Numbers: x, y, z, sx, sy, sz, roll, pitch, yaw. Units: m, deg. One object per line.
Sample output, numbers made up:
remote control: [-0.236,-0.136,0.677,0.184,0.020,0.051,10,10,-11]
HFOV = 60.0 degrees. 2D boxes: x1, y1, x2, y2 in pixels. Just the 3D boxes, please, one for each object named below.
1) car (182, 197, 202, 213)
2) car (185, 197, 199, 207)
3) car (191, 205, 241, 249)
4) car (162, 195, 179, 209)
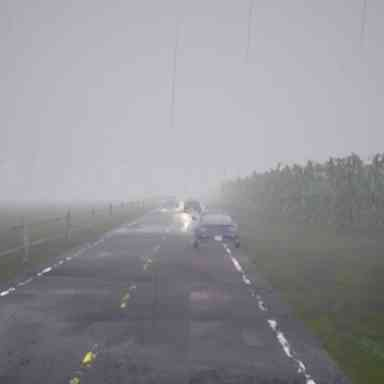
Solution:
car: [0.027,1.424,36.278,1.837,1.490,4.892,0,0,1]
car: [0.007,1.458,48.929,1.994,1.385,4.181,0,0,0]
car: [0.961,1.494,14.340,1.812,1.442,4.674,0,0,0]
car: [-2.835,1.253,44.517,2.097,1.767,4.553,0,0,0]
